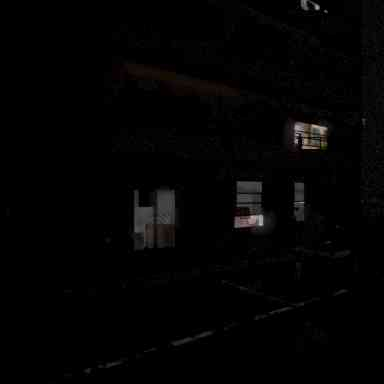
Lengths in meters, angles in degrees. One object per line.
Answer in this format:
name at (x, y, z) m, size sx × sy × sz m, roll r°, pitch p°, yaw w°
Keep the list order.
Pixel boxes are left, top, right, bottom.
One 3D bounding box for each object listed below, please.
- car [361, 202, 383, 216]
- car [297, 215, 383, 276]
car at (16.822, 1.888, 32.091) m, size 1.895 × 1.301 × 4.718 m, roll 0°, pitch -1°, yaw -36°
car at (5.042, 1.582, 10.230) m, size 4.206 × 1.307 × 1.802 m, roll 0°, pitch 0°, yaw -36°
